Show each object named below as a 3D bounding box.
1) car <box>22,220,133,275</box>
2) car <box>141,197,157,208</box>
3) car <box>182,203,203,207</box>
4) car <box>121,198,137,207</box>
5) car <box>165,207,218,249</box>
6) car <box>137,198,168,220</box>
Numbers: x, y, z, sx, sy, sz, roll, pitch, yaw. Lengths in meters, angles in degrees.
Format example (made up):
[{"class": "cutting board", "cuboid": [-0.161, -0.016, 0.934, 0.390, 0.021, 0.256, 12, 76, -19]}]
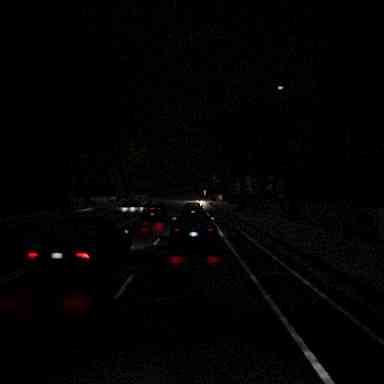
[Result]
[{"class": "car", "cuboid": [-3.208, 1.575, 10.456, 2.033, 1.411, 5.357, 0, 0, 0]}, {"class": "car", "cuboid": [-6.581, 1.609, 51.559, 1.882, 1.535, 5.008, 0, 0, 0]}, {"class": "car", "cuboid": [0.071, 1.640, 29.823, 1.994, 1.385, 4.181, 0, 0, 0]}, {"class": "car", "cuboid": [-9.824, 1.698, 52.724, 1.994, 1.385, 4.181, 0, 0, 0]}, {"class": "car", "cuboid": [0.073, 1.602, 14.825, 1.994, 1.385, 4.181, 0, 0, 0]}, {"class": "car", "cuboid": [-3.182, 1.567, 29.184, 2.128, 1.511, 4.902, 0, 0, 0]}]
